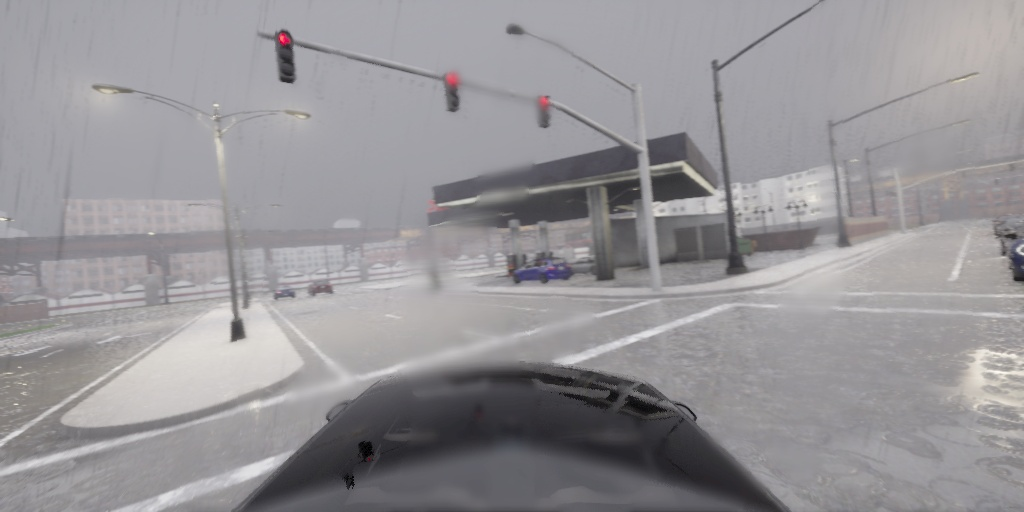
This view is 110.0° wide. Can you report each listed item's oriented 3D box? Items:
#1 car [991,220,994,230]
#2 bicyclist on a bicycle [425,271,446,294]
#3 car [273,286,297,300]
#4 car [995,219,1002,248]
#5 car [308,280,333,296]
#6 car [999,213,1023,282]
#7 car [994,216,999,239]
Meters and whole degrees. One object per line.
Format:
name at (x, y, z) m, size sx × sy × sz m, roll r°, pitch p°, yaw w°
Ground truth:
car at (39.060, -2.562, 27.920) m, size 5.008 × 1.535 × 1.882 m, roll -6°, pitch 0°, yaw -37°
bicyclist on a bicycle at (-5.670, 1.910, 26.275) m, size 1.656 × 1.620 × 0.582 m, roll -7°, pitch -4°, yaw -38°
car at (-26.054, 4.170, 41.017) m, size 1.812 × 1.442 × 4.674 m, roll -6°, pitch 0°, yaw -36°
car at (22.603, -0.890, 15.370) m, size 4.181 × 1.385 × 1.994 m, roll -6°, pitch 0°, yaw -37°
car at (-22.623, 3.655, 42.249) m, size 2.097 × 1.767 × 4.553 m, roll -6°, pitch -1°, yaw -35°
car at (15.053, -0.376, 9.619) m, size 4.553 × 1.767 × 2.097 m, roll -6°, pitch 0°, yaw -37°
car at (30.771, -1.716, 21.554) m, size 4.674 × 1.442 × 1.812 m, roll -6°, pitch 0°, yaw -37°
